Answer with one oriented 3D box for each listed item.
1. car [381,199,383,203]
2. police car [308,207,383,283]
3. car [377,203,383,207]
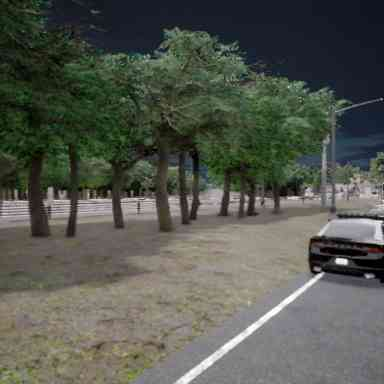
[{"bbox_3d":[13.832,1.531,23.554,1.801,1.575,5.366,0,0,32],"label":"car"},{"bbox_3d":[5.029,1.463,10.064,1.930,1.638,5.238,0,0,34],"label":"police car"},{"bbox_3d":[10.512,1.570,18.316,1.837,1.490,4.892,0,0,33],"label":"car"}]
